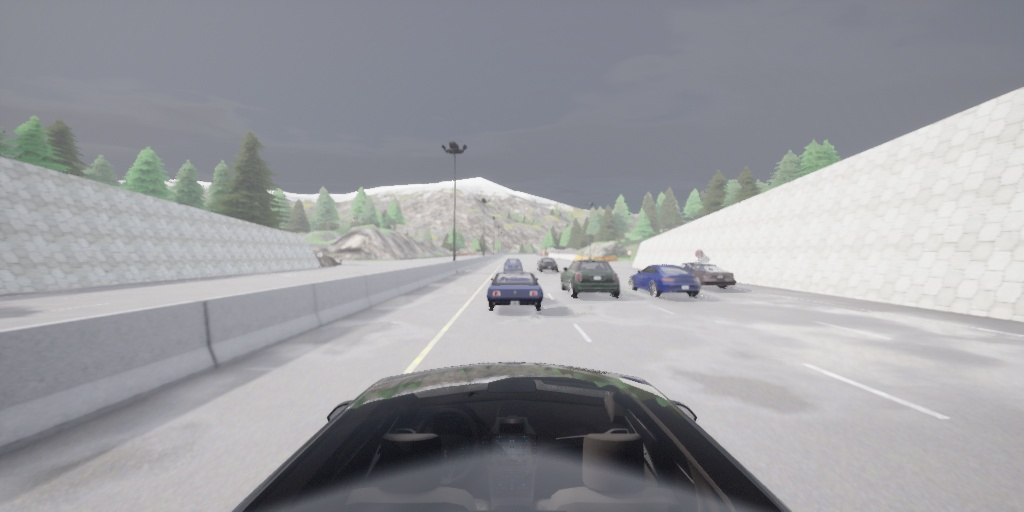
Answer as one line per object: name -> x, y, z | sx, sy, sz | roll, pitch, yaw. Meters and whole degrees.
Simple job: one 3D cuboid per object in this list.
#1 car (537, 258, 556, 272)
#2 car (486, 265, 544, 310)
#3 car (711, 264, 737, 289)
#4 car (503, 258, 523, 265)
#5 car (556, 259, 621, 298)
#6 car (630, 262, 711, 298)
car -> 3.598, 0.871, 36.658 | 1.812, 1.442, 4.674 | 0, 1, 0
car -> 0.101, 1.211, 13.790 | 1.895, 1.301, 4.718 | 0, 1, 0
car -> 10.603, 1.077, 20.764 | 2.033, 1.411, 5.357 | 0, 1, 0
car -> 0.106, 0.925, 33.916 | 2.033, 1.411, 5.357 | 0, 1, 0
car -> 3.602, 0.922, 17.242 | 2.097, 1.767, 4.553 | 0, 1, 0
car -> 7.089, 1.099, 16.966 | 1.812, 1.442, 4.674 | 0, 1, 0
